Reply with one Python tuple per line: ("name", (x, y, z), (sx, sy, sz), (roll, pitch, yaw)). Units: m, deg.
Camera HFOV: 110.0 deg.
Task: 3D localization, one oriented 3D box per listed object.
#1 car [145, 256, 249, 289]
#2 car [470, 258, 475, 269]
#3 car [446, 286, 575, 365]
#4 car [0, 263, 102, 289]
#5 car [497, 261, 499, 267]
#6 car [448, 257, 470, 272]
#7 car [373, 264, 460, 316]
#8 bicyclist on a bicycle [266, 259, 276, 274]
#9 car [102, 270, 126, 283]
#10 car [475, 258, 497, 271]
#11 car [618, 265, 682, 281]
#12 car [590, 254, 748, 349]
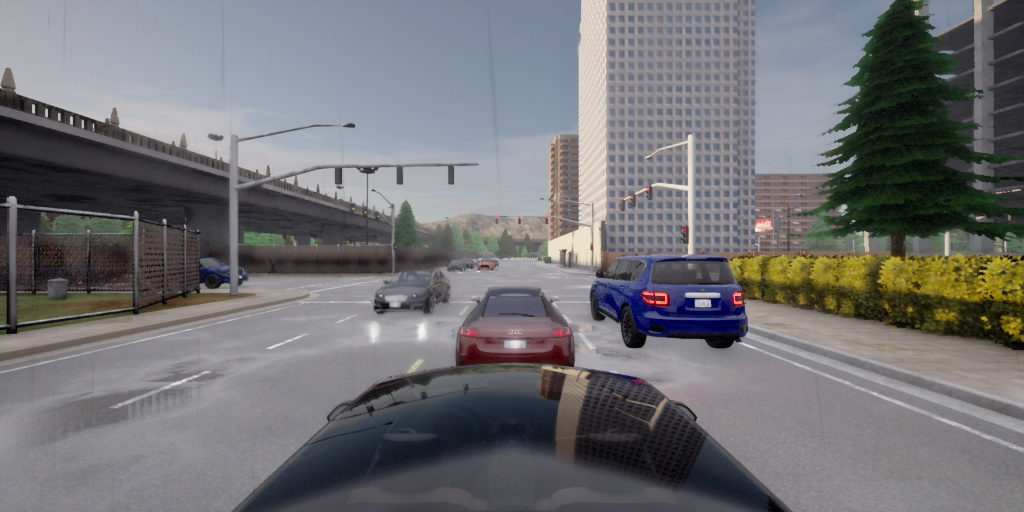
("car", (-20.320, 1.028, 23.188), (5.566, 2.045, 2.150), (0, 0, 0))
("car", (-7.083, 1.102, 55.578), (2.097, 1.767, 4.553), (0, 0, 0))
("car", (0.064, 1.314, 7.465), (1.994, 1.385, 4.181), (0, 0, 0))
("car", (-30.540, 1.353, 23.168), (5.357, 1.411, 2.033), (0, 0, 0))
("car", (-3.576, 1.241, 58.908), (2.128, 1.511, 4.902), (0, 0, 0))
("car", (-7.088, 1.254, 46.694), (1.837, 1.490, 4.892), (0, 0, 0))
("car", (-3.564, 1.240, 13.546), (2.128, 1.511, 4.902), (0, 0, 1))
("bicyclist on a bicycle", (-25.293, 1.106, 37.661), (0.582, 1.620, 1.656), (0, 0, 0))
("car", (-32.195, 1.352, 26.664), (5.357, 1.411, 2.033), (0, 0, 0))
("car", (-3.581, 1.102, 49.836), (2.097, 1.767, 4.553), (0, 0, 0))
("car", (11.654, 1.406, 30.454), (4.718, 1.301, 1.895), (0, 0, 0))
("car", (3.570, 0.971, 9.331), (2.150, 2.045, 5.566), (0, 0, 1))
